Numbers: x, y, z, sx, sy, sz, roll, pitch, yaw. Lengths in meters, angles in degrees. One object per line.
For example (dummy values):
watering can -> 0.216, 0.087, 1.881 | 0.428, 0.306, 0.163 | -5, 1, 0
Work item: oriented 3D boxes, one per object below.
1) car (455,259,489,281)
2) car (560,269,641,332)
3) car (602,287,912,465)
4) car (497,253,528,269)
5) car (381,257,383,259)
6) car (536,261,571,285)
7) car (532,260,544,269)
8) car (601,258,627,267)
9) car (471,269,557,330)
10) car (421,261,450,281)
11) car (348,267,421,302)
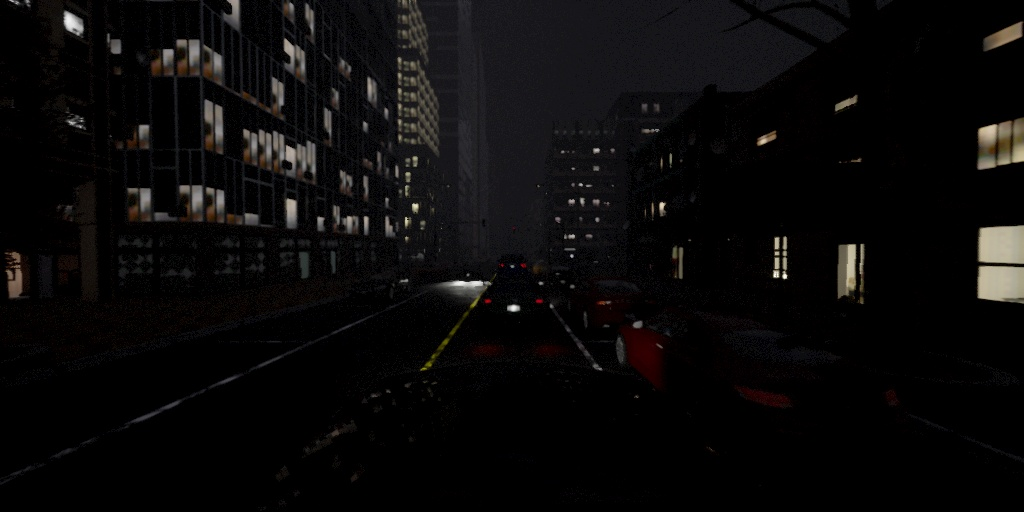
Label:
car -> -3.131, 1.142, 27.587 | 1.994, 1.385, 4.181 | 0, 0, 0
car -> 2.744, 1.236, 10.571 | 1.888, 1.381, 4.507 | 0, 0, 0
car -> 2.720, 1.310, 4.927 | 1.802, 1.307, 4.207 | 0, 0, 0
car -> 0.031, 0.800, 27.828 | 2.150, 2.045, 5.566 | 0, 1, 0
car -> -21.765, 0.674, 56.738 | 4.829, 1.417, 1.751 | 0, 0, 1
car -> 2.784, 1.166, 21.860 | 2.007, 1.370, 4.403 | 0, 0, 0
car -> 2.764, 1.067, 33.318 | 1.751, 1.417, 4.829 | 0, 0, 0
car -> 16.211, 1.022, 56.312 | 4.403, 1.370, 2.007 | 0, 0, 1
car -> 0.051, 1.252, 10.918 | 1.994, 1.385, 4.181 | 0, 0, 0
car -> -5.866, 1.123, 27.546 | 1.888, 1.381, 4.507 | 0, 0, 0
car -> -5.819, 1.203, 16.257 | 2.007, 1.370, 4.403 | 0, 0, 0
